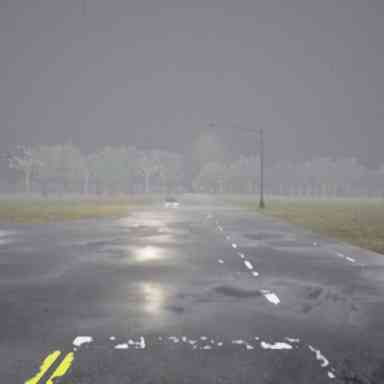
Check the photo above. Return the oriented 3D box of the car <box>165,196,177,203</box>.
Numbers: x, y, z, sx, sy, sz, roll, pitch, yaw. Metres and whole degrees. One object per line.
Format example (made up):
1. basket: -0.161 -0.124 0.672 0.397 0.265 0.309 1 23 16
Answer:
1. car: -3.720 1.296 59.506 1.895 1.301 4.718 0 0 0
